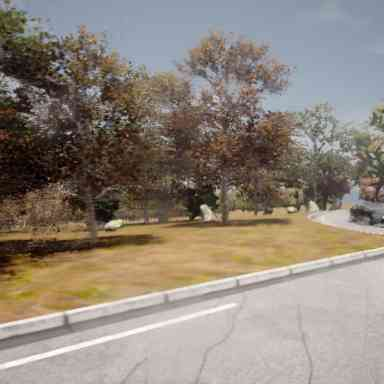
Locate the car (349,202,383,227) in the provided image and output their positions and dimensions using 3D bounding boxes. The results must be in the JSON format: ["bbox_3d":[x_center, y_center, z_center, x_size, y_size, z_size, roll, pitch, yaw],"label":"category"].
[{"bbox_3d":[12.434,1.489,22.939,2.128,1.511,4.902,0,0,7],"label":"car"}]
